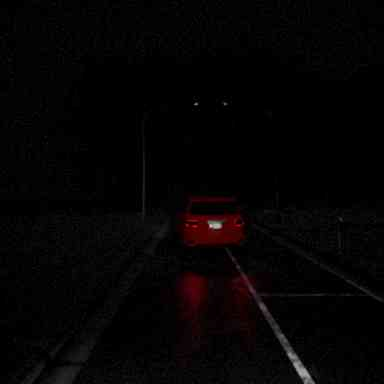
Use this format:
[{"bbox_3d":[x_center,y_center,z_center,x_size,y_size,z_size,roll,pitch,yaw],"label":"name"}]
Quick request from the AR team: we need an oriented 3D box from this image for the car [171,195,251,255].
[{"bbox_3d":[0.431,1.138,13.183,2.150,2.045,5.566,0,1,-8],"label":"car"}]

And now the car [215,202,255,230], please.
[{"bbox_3d":[2.559,1.414,20.767,1.887,1.381,4.507,-1,0,0],"label":"car"}]

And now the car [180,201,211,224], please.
[{"bbox_3d":[0.321,1.414,23.907,1.994,1.385,4.181,0,0,4],"label":"car"}]
